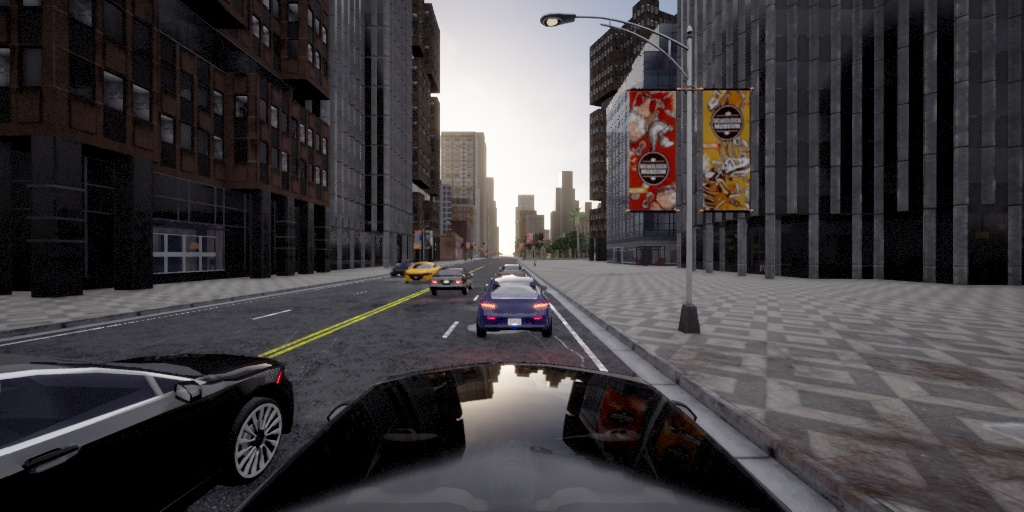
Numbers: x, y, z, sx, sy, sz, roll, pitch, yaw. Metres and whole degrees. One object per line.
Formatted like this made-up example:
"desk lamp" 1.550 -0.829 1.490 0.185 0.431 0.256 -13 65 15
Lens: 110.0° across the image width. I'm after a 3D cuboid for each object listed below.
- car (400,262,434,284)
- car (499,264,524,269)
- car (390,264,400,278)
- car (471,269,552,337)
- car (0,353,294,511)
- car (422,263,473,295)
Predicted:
"car" -6.727 1.219 27.518 1.882 1.535 5.008 0 0 0
"car" -0.024 1.306 26.840 1.994 1.385 4.181 0 0 0
"car" -10.012 1.282 34.393 2.033 1.411 5.357 0 0 0
"car" 0.048 1.274 10.151 1.812 1.442 4.674 0 0 0
"car" -3.149 1.242 1.731 2.128 1.511 4.902 0 0 0
"car" -3.230 1.292 19.769 2.033 1.411 5.357 0 0 -2
